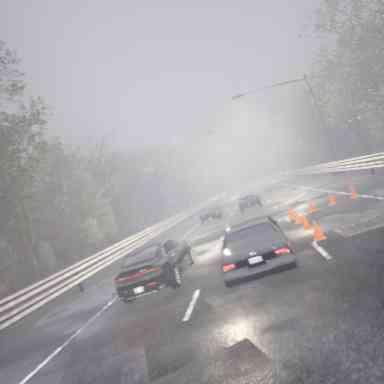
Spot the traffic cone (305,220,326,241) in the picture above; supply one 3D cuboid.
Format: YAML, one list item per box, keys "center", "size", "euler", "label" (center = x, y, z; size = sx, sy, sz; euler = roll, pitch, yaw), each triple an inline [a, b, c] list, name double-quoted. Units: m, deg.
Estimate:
- center: [3.827, 1.164, 10.207]
  size: [0.340, 0.580, 0.340]
  euler: [-20, -1, 9]
  label: "traffic cone"

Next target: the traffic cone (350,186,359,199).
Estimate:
- center: [7.563, -0.020, 15.651]
  size: [0.340, 0.580, 0.340]
  euler: [-20, -1, 9]
  label: "traffic cone"

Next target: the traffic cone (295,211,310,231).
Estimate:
- center: [4.142, 1.100, 12.181]
  size: [0.340, 0.580, 0.340]
  euler: [-20, -1, 9]
  label: "traffic cone"

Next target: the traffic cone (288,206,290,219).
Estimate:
- center: [4.772, 0.969, 16.129]
  size: [0.340, 0.580, 0.340]
  euler: [-20, -1, 9]
  label: "traffic cone"

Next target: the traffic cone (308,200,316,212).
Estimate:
- center: [5.702, 0.639, 15.969]
  size: [0.340, 0.580, 0.340]
  euler: [-20, -1, 9]
  label: "traffic cone"

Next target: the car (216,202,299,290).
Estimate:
- center: [1.779, 1.437, 9.654]
  size: [2.033, 1.411, 5.357]
  euler: [-20, -1, 9]
  label: "car"

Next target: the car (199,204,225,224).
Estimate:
- center: [1.876, 1.805, 30.243]
  size: [1.895, 1.301, 4.718]
  euler: [-10, 2, 10]
  label: "car"

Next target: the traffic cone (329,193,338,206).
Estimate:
- center: [6.632, 0.310, 15.810]
  size: [0.340, 0.580, 0.340]
  euler: [-20, -1, 9]
  label: "traffic cone"

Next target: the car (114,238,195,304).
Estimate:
- center: [-1.194, 2.493, 11.821]
  size: [1.837, 1.490, 4.892]
  euler: [-19, -2, 9]
  label: "car"

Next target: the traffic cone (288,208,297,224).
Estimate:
- center: [4.457, 1.034, 14.155]
  size: [0.340, 0.580, 0.340]
  euler: [-20, -1, 9]
  label: "traffic cone"

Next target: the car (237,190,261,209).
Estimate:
- center: [5.004, 0.693, 29.217]
  size: [2.128, 1.511, 4.902]
  euler: [-20, -1, 10]
  label: "car"
